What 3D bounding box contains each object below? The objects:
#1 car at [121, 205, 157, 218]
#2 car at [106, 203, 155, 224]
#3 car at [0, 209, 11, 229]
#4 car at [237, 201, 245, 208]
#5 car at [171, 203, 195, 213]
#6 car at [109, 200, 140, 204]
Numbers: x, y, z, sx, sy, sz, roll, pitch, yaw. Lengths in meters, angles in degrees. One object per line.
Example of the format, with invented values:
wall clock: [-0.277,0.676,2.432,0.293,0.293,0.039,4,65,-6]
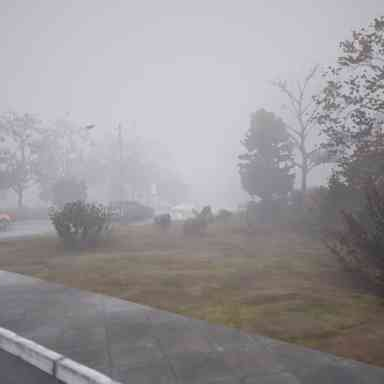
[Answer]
car: [-6.604,2.388,42.069,1.812,1.442,4.674,-3,-2,32]
car: [-5.693,2.058,30.037,2.033,1.411,5.357,-3,-2,32]
car: [-16.885,2.158,26.052,2.097,1.767,4.553,-3,-2,33]
car: [10.025,2.377,61.601,1.882,1.535,5.008,-3,-2,33]
car: [-1.310,2.451,50.485,1.812,1.442,4.674,-3,-2,33]
car: [-6.533,1.898,35.285,2.150,2.045,5.566,-3,-2,32]
